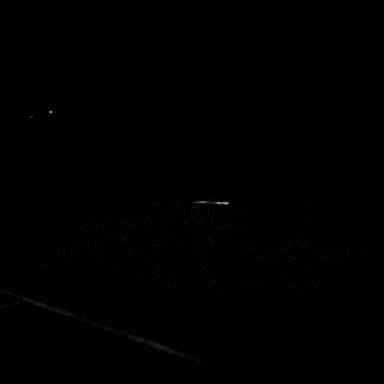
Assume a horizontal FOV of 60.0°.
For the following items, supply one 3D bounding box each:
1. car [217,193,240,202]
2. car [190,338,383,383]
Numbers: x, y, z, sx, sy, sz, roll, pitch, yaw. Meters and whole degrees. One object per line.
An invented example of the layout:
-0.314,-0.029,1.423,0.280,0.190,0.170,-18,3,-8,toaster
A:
5.522,0.795,50.085,1.994,1.385,4.181,0,1,36,car
1.935,1.545,1.580,4.507,1.381,1.887,0,0,36,car
